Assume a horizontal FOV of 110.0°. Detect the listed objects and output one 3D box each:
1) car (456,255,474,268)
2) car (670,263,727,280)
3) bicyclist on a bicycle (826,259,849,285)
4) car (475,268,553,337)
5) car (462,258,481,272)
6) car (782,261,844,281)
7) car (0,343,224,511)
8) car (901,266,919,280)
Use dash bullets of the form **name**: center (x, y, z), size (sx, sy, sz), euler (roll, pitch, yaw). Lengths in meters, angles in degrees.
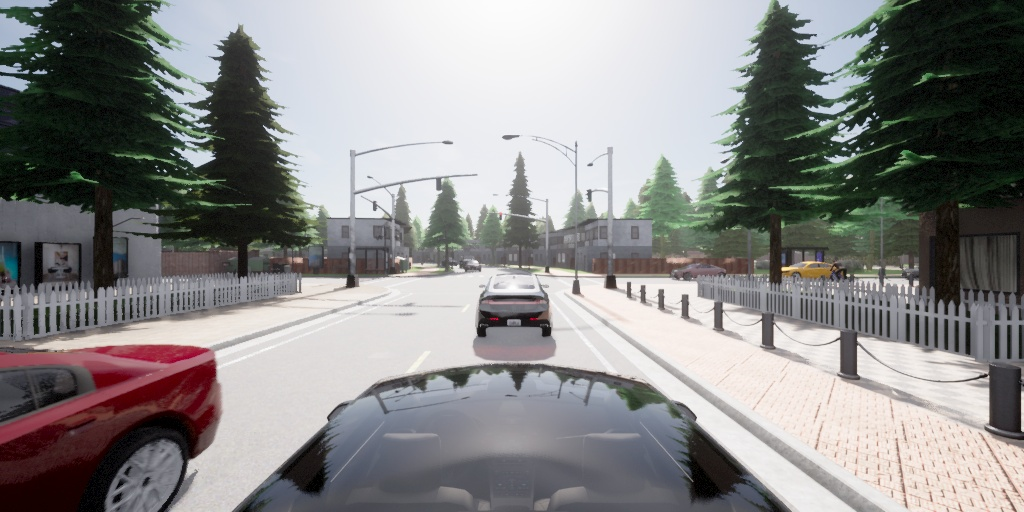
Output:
- **car**: center (-6.825, 0.936, 55.707), size (2.150, 2.045, 5.566), euler (0, 0, -16)
- **car**: center (15.304, 1.298, 29.558), size (4.181, 1.385, 1.994), euler (0, 0, 2)
- **bicyclist on a bicycle**: center (19.892, 1.035, 21.940), size (0.582, 1.620, 1.656), euler (0, 0, 2)
- **car**: center (0.059, 1.241, 10.259), size (2.128, 1.511, 4.902), euler (0, 0, 0)
- **car**: center (-4.930, 1.279, 45.379), size (1.994, 1.385, 4.181), euler (0, 0, -7)
- **car**: center (24.183, 1.212, 29.301), size (5.008, 1.535, 1.882), euler (0, 0, 2)
- **car**: center (-3.600, 1.227, 1.192), size (1.882, 1.535, 5.008), euler (0, 0, 0)
- **car**: center (34.555, 1.239, 28.977), size (4.892, 1.490, 1.837), euler (0, 0, 2)
